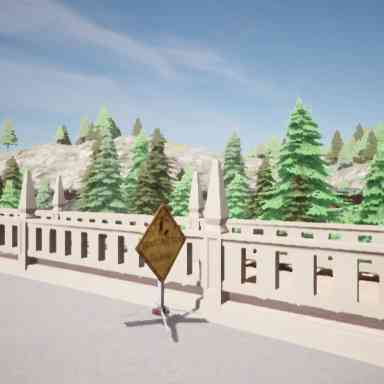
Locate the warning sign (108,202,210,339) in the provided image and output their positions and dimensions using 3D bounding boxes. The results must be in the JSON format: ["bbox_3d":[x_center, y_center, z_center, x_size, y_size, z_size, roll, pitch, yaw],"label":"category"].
[{"bbox_3d":[-0.506,1.112,5.451,1.060,1.860,1.300,0,0,34],"label":"warning sign"}]
